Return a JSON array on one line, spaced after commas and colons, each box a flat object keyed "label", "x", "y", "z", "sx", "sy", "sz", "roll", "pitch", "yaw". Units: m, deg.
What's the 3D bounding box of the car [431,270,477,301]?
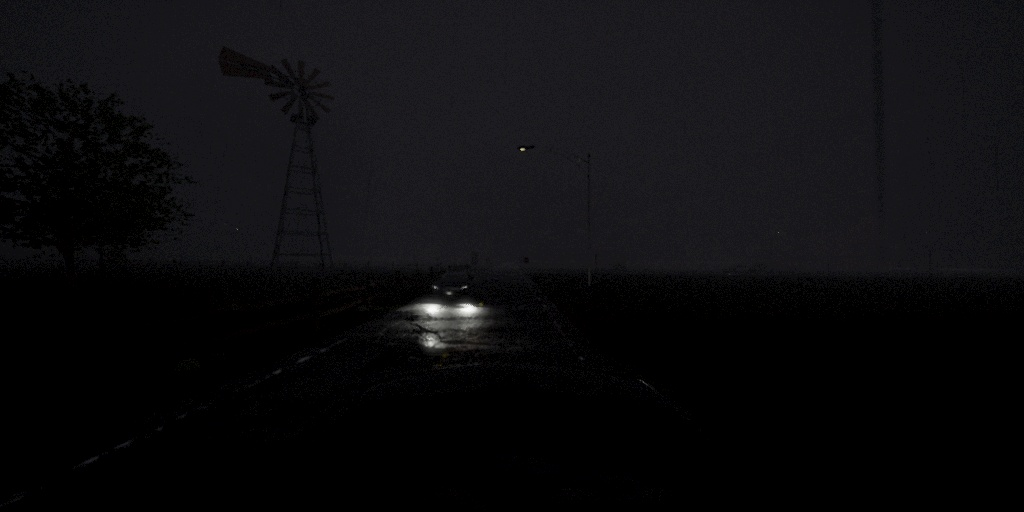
[{"label": "car", "x": -2.850, "y": 1.448, "z": 18.571, "sx": 1.812, "sy": 1.442, "sz": 4.674, "roll": 0, "pitch": -1, "yaw": 0}]
